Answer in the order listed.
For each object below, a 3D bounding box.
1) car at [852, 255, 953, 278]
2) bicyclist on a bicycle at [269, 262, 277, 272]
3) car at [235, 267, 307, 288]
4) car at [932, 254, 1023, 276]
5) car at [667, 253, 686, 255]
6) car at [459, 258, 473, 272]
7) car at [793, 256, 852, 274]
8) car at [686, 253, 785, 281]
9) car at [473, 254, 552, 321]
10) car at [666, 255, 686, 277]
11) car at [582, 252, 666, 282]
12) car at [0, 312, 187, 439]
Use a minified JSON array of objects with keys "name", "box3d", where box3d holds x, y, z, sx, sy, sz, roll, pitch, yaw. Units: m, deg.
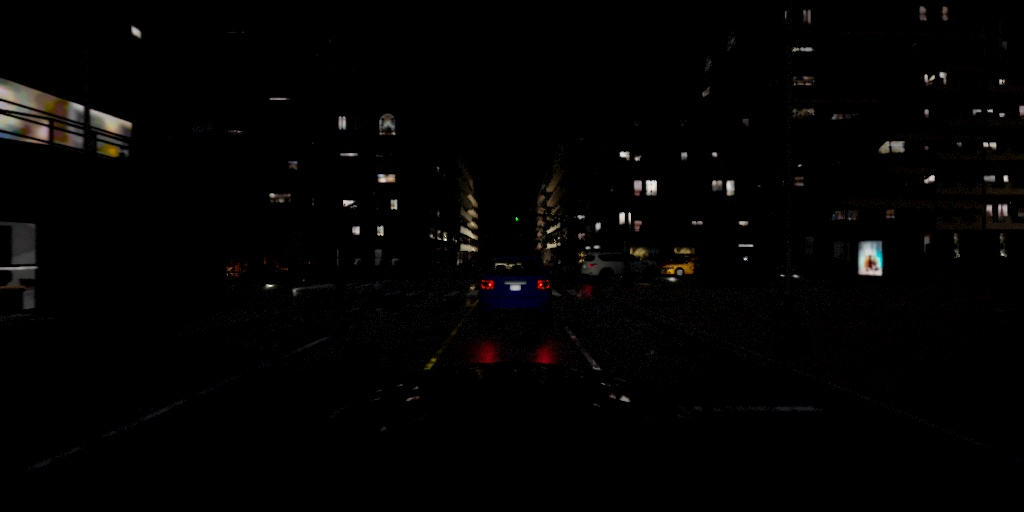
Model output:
[{"name":"car","box3d":[25.808,0.773,23.799,4.313,1.339,1.948,0,0,0]},{"name":"bicyclist on a bicycle","box3d":[-23.160,1.370,34.695,0.582,1.620,1.656,-1,1,0]},{"name":"car","box3d":[-17.421,1.526,26.026,4.674,1.442,1.812,-1,0,1]},{"name":"car","box3d":[31.355,0.669,23.847,4.313,1.339,1.948,0,0,0]},{"name":"car","box3d":[14.581,0.698,32.084,5.009,1.841,2.192,0,0,0]},{"name":"car","box3d":[-5.682,1.236,45.752,1.948,1.339,4.313,0,0,0]},{"name":"car","box3d":[25.341,0.740,29.582,5.357,1.411,2.033,-1,0,0]},{"name":"car","box3d":[14.714,0.730,23.705,5.009,1.841,2.192,0,0,0]},{"name":"car","box3d":[0.107,0.950,12.476,2.150,2.045,5.566,0,0,0]},{"name":"car","box3d":[14.962,0.865,29.496,5.008,1.535,1.882,-1,0,-1]},{"name":"car","box3d":[7.919,0.753,26.374,5.566,2.045,2.150,-1,-1,-10]},{"name":"car","box3d":[-5.740,1.328,3.729,1.802,1.307,4.207,0,0,0]}]
